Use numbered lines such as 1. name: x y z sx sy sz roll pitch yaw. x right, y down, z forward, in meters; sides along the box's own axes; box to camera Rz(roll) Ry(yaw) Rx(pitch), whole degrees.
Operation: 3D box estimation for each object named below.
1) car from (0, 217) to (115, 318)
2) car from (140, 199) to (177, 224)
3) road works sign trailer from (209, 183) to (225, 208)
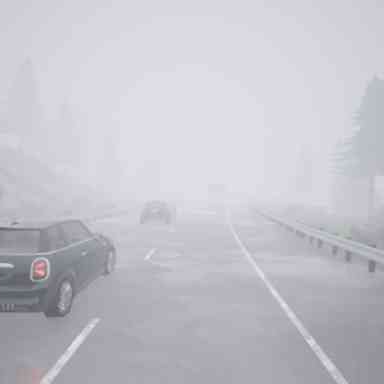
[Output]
1. car: -3.249 1.348 7.580 2.097 1.767 4.553 0 0 1
2. car: -2.388 1.351 24.777 2.097 1.767 4.553 0 0 4
3. road works sign trailer: 3.732 0.474 49.432 2.380 3.560 2.880 0 0 9
